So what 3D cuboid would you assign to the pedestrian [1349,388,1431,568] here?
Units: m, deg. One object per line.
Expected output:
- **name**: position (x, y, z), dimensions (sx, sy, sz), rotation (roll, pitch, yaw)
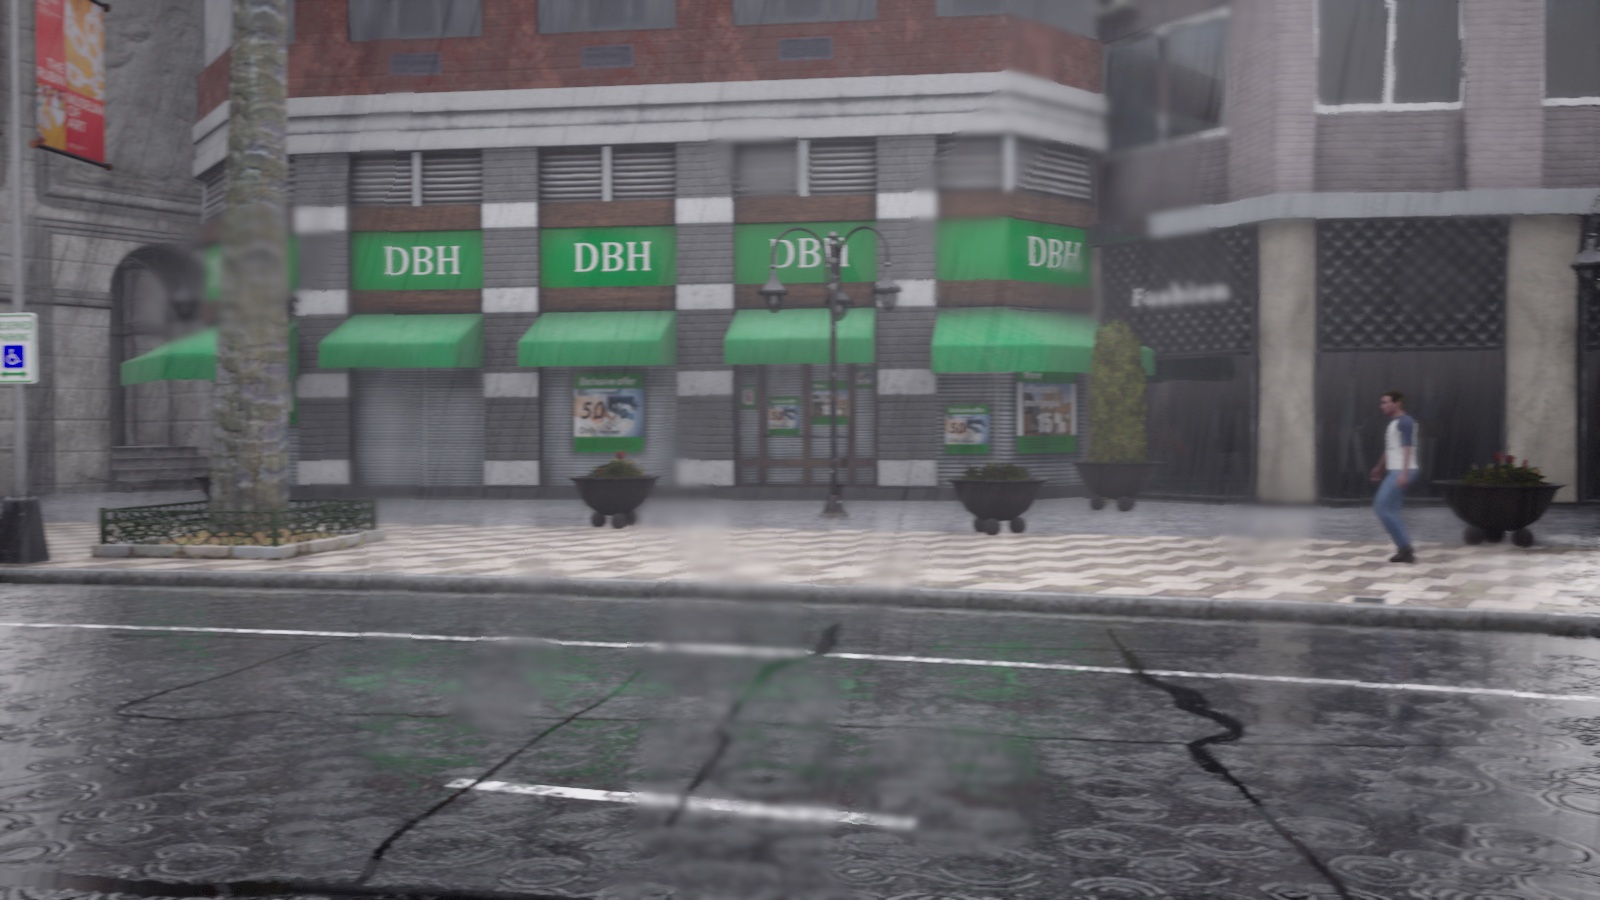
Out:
- **pedestrian**: position (6.128, 0.283, 13.060), dimensions (0.706, 1.836, 0.354), rotation (1, 1, 18)
